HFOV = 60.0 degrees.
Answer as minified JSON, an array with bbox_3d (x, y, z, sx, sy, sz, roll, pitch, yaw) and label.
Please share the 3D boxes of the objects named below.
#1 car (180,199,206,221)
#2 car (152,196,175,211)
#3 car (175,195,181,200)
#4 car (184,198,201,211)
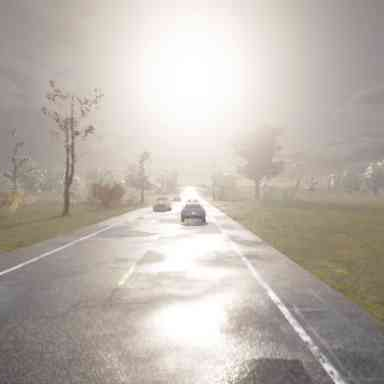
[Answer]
[{"bbox_3d":[0.105,1.560,27.237,1.994,1.385,4.181,0,0,0],"label":"car"},{"bbox_3d":[-3.578,1.342,40.429,2.097,1.767,4.553,0,0,0],"label":"car"},{"bbox_3d":[-3.482,1.490,79.285,1.812,1.442,4.674,0,0,0],"label":"car"},{"bbox_3d":[0.109,1.538,42.569,2.033,1.411,5.357,0,0,0],"label":"car"}]
